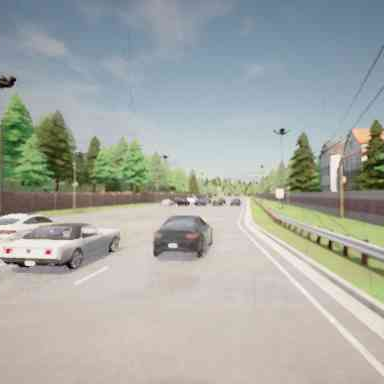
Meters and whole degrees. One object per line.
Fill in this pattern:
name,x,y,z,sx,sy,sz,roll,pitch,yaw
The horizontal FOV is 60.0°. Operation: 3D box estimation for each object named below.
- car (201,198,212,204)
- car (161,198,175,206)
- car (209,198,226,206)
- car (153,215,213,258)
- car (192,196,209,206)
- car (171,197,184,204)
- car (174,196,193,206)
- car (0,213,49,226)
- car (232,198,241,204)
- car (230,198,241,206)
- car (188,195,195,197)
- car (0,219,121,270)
car,3.489,2.083,78.136,2.033,1.411,5.357,0,-1,10
car,-5.078,2.147,69.436,1.812,1.442,4.674,0,-1,10
car,5.206,2.106,67.278,2.128,1.511,4.902,0,-1,10
car,-0.256,1.649,13.369,1.812,1.442,4.674,0,-1,9
car,1.824,2.144,68.271,1.812,1.442,4.674,0,-1,10
car,-3.414,2.030,79.301,1.882,1.535,5.008,0,-1,10
car,-1.697,2.096,68.443,1.882,1.535,5.008,0,-1,10
car,-7.159,1.658,14.534,1.812,1.442,4.674,0,-1,9
car,10.391,2.058,76.971,1.812,1.442,4.674,0,-1,10
car,8.657,2.155,66.695,2.033,1.411,5.357,0,-1,10
car,0.043,1.773,78.750,2.150,2.045,5.566,0,-1,10
car,-4.118,1.706,11.437,1.895,1.301,4.718,0,-1,10
